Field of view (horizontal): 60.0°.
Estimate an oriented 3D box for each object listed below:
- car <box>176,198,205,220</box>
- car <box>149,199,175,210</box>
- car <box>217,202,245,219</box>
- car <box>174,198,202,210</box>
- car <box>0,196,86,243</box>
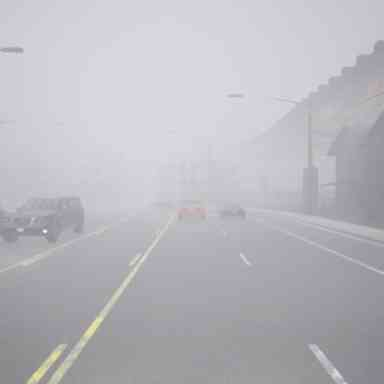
[{"bbox_3d":[-0.094,1.335,27.864,2.097,1.767,4.553,0,0,-2],"label":"car"},{"bbox_3d":[-4.003,1.575,42.969,1.895,1.301,4.718,0,0,-27],"label":"car"},{"bbox_3d":[3.354,1.547,29.094,1.994,1.385,4.181,0,0,-3],"label":"car"},{"bbox_3d":[-0.570,1.499,43.777,1.812,1.442,4.674,0,0,-26],"label":"car"},{"bbox_3d":[-7.053,1.212,16.487,2.150,2.045,5.566,0,0,0],"label":"car"}]
